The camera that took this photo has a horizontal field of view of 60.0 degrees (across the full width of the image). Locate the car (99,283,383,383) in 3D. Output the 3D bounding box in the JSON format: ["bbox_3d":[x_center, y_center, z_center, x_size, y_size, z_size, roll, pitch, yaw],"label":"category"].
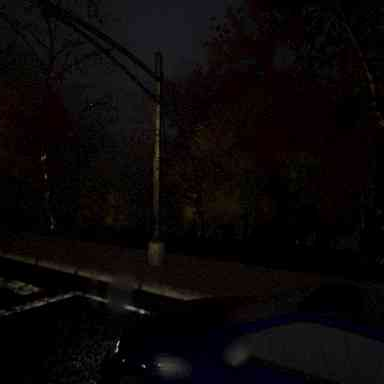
[{"bbox_3d":[1.128,1.562,2.878,4.181,1.385,1.994,0,0,35],"label":"car"}]
